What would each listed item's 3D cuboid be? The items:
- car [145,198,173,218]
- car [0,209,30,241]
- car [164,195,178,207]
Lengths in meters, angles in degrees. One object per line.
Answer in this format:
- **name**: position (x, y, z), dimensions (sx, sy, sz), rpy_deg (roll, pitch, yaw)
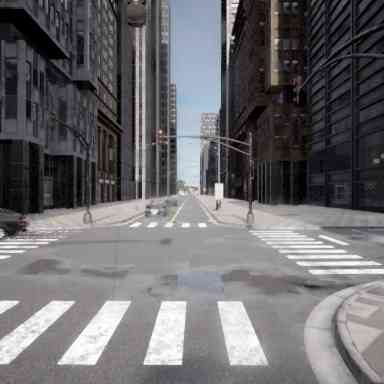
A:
- **car**: position (-3.163, 1.500, 30.412), dimensions (2.128, 1.511, 4.902), rpy_deg (0, 0, 0)
- **car**: position (-10.447, 1.537, 15.930), dimensions (4.892, 1.490, 1.837), rpy_deg (0, 2, -9)
- **car**: position (-3.194, 1.585, 50.483), dimensions (1.994, 1.385, 4.181), rpy_deg (0, 0, 0)
